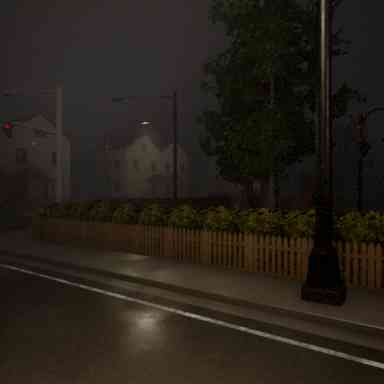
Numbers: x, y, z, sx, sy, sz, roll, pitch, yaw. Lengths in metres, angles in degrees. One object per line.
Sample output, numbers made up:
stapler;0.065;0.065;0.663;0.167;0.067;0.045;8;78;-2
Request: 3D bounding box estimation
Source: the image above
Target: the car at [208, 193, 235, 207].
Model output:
car;4.287;1.218;48.813;2.150;2.045;5.566;0;0;35
